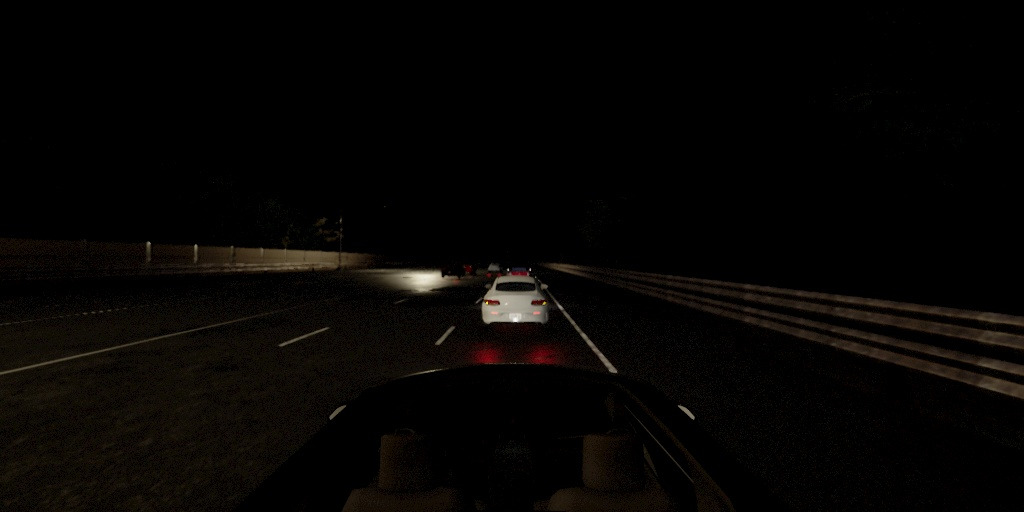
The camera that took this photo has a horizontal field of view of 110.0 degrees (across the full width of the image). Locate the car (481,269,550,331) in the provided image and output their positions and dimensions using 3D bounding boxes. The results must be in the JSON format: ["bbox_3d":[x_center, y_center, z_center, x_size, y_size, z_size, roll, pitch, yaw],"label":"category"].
[{"bbox_3d":[0.129,1.300,10.991,1.812,1.442,4.674,0,0,1],"label":"car"}]

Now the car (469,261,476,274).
[{"bbox_3d":[-5.905,1.439,46.895,2.097,1.767,4.553,0,-1,1],"label":"car"}]

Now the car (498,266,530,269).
[{"bbox_3d":[0.331,1.424,19.806,1.895,1.301,4.718,0,0,2],"label":"car"}]

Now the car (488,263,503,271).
[{"bbox_3d":[-2.342,1.680,50.421,1.812,1.442,4.674,0,-1,1],"label":"car"}]

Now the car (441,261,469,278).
[{"bbox_3d":[-6.096,1.454,37.632,1.882,1.535,5.008,0,-1,1],"label":"car"}]

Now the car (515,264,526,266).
[{"bbox_3d":[0.541,1.455,27.386,1.994,1.385,4.181,0,-1,2],"label":"car"}]
